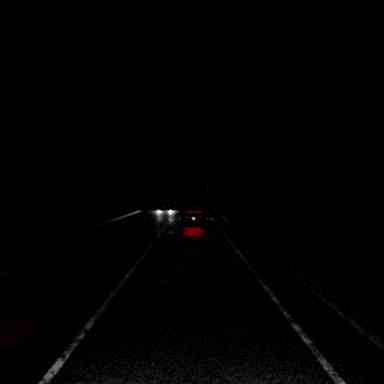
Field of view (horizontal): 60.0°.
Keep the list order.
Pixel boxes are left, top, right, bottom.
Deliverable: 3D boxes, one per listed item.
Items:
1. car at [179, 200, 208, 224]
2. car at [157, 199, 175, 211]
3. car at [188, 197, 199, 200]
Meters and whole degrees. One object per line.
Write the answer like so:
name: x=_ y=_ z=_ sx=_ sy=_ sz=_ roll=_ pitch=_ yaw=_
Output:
car: x=0.105 y=1.573 z=25.169 sx=1.837 sy=1.490 sz=4.892 roll=0 pitch=0 yaw=0
car: x=-3.457 y=1.649 z=43.576 sx=1.812 sy=1.442 sz=4.674 roll=0 pitch=0 yaw=2
car: x=0.179 y=1.464 z=41.736 sx=2.097 sy=1.767 sz=4.553 roll=0 pitch=0 yaw=1
